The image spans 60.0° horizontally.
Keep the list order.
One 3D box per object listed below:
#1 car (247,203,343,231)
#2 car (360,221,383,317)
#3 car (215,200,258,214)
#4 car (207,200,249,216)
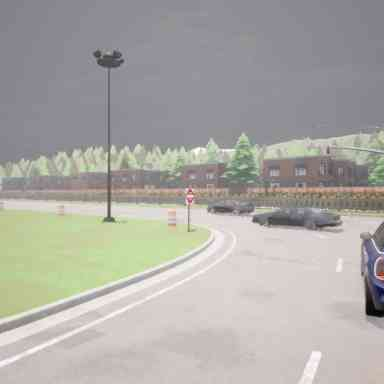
[{"bbox_3d":[6.435,1.547,20.750,5.357,1.411,2.033,0,0,41],"label":"car"},{"bbox_3d":[4.808,1.352,7.078,2.097,1.767,4.553,0,0,26],"label":"car"},{"bbox_3d":[4.765,1.564,36.019,4.181,1.385,1.994,0,0,41],"label":"car"},{"bbox_3d":[3.684,1.492,32.335,4.902,1.511,2.128,0,0,41],"label":"car"}]
